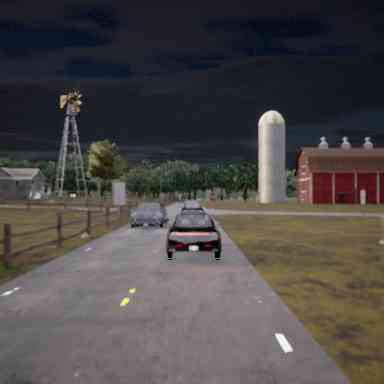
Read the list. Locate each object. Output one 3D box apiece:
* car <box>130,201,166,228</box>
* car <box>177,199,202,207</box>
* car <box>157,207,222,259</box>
[{"bbox_3d":[-2.819,1.424,22.623,2.097,1.767,4.553,0,0,0],"label":"car"},{"bbox_3d":[0.058,1.581,25.887,2.128,1.511,4.902,0,0,0],"label":"car"},{"bbox_3d":[0.070,1.525,12.672,2.128,1.511,4.902,0,0,0],"label":"car"}]
